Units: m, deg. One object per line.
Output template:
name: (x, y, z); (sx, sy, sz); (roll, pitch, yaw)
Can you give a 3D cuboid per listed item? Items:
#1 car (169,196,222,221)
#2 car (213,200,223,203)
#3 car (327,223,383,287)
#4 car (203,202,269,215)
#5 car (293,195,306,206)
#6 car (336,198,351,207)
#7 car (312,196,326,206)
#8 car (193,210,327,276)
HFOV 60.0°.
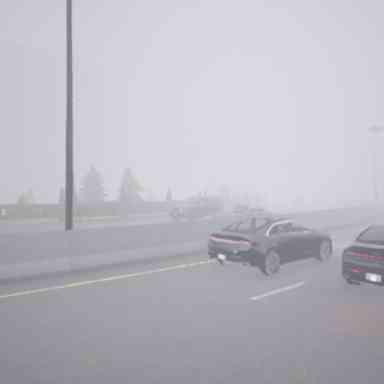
car: (0.568, 1.375, 28.174); (2.150, 2.045, 5.566); (0, 0, 42)
car: (4.247, 1.630, 27.101); (2.128, 1.511, 4.902); (0, 0, 41)
car: (5.600, 1.538, 8.524); (4.892, 1.490, 1.837); (0, 0, -41)
car: (3.265, 1.599, 20.966); (2.128, 1.511, 4.902); (0, 0, 44)
car: (20.542, 1.514, 63.500); (2.150, 2.045, 5.566); (0, 0, 16)
car: (25.419, 1.764, 56.048); (1.812, 1.442, 4.674); (0, 0, 20)
car: (23.979, 1.626, 62.870); (2.097, 1.767, 4.553); (0, 0, 16)
car: (2.645, 1.544, 10.584); (4.902, 1.511, 2.128); (0, 0, -41)
